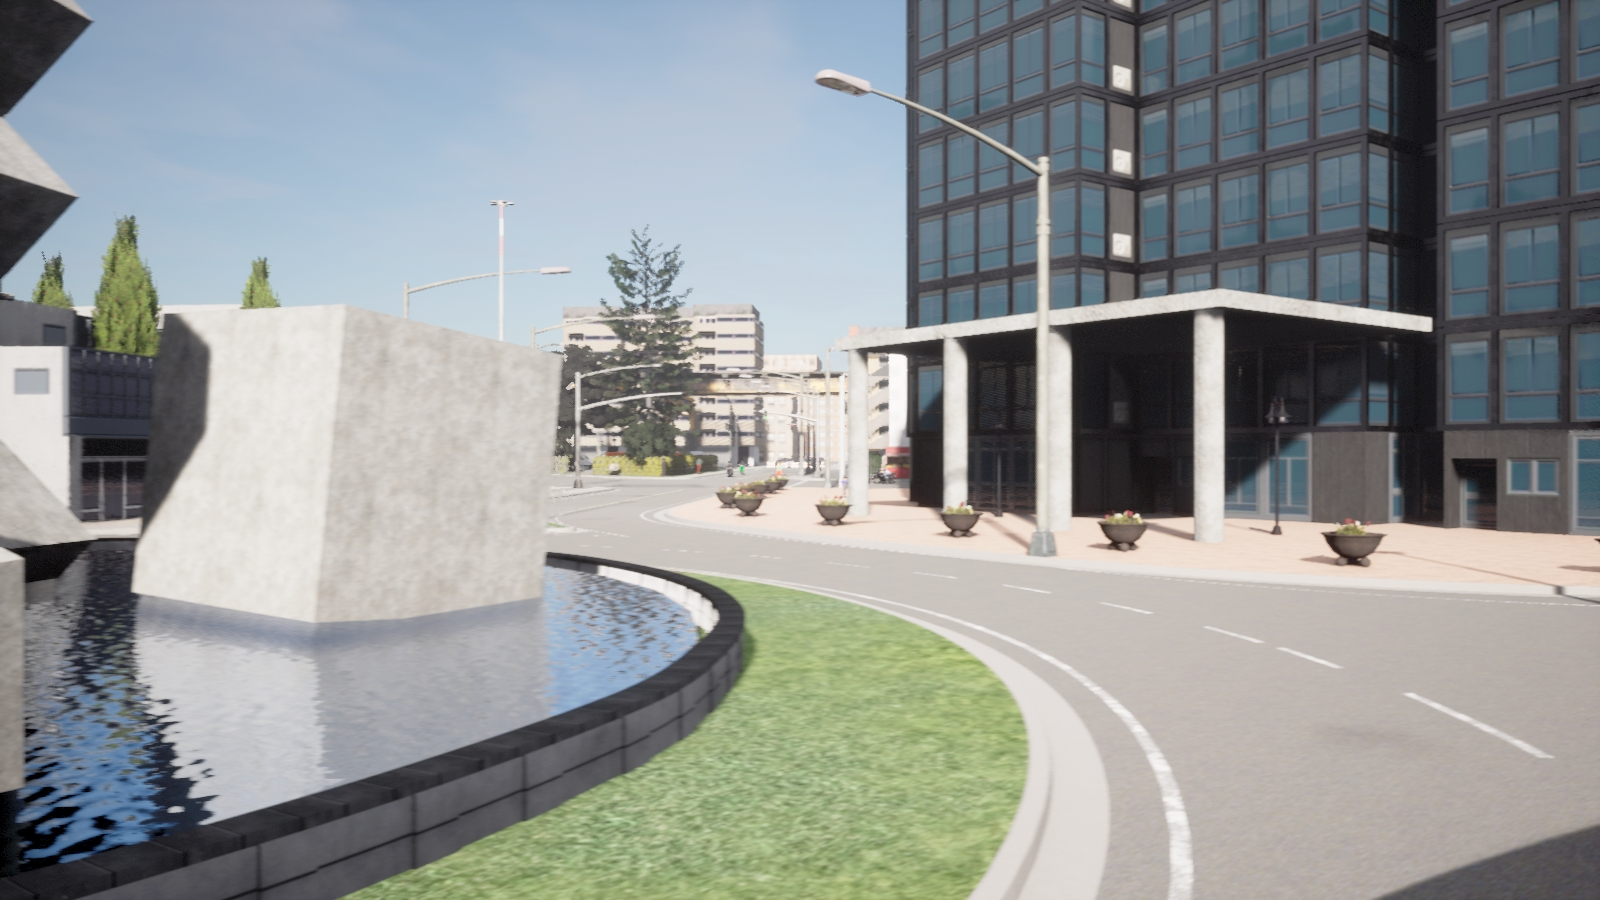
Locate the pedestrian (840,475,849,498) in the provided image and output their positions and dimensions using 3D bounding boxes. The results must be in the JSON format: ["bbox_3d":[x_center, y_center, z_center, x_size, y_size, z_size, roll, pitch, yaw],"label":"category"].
[{"bbox_3d":[2.467,2.025,63.446,0.375,1.300,0.375,0,0,-15],"label":"pedestrian"}]
